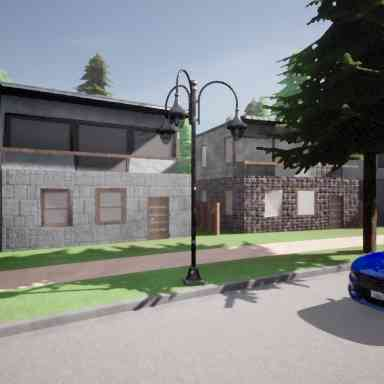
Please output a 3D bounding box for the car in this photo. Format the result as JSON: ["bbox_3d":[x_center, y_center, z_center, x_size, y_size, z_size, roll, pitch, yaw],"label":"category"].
[{"bbox_3d":[5.376,1.477,6.753,5.008,1.535,1.882,0,0,-27],"label":"car"}]
